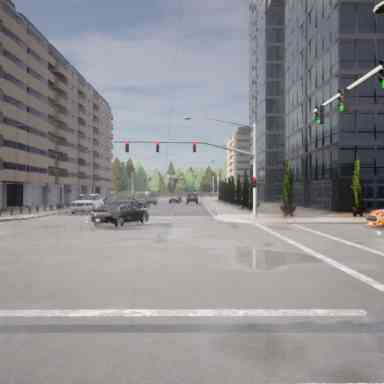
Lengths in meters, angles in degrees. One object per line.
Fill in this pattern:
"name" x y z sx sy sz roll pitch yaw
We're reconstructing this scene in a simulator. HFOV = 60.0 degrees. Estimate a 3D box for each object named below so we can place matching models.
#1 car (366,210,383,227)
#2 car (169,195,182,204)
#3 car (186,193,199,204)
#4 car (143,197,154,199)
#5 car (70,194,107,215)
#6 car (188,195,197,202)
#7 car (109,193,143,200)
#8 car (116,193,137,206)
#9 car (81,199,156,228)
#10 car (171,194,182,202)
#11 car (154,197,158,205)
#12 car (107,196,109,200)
"car" 13.579 1.407 21.101 4.553 1.767 2.097 0 0 0
"car" -3.432 1.526 64.244 1.812 1.442 4.674 0 0 1
"car" 0.062 1.221 63.825 2.150 2.045 5.566 0 0 1
"car" -7.325 1.547 48.359 2.033 1.411 5.357 0 0 1
"car" -10.928 1.221 34.940 2.150 2.045 5.566 0 0 -1
"car" 0.098 1.500 74.538 1.837 1.490 4.892 0 0 1
"car" -7.419 1.221 38.114 2.150 2.045 5.566 0 0 1
"car" -10.736 1.221 54.985 2.150 2.045 5.566 0 0 1
"car" -4.809 1.517 22.640 2.128 1.511 4.902 0 0 24
"car" -3.410 1.355 74.261 2.097 1.767 4.553 0 0 1
"car" -7.187 1.564 58.379 1.994 1.385 4.181 0 0 1
"car" -10.867 1.352 44.784 2.097 1.767 4.553 0 0 1
